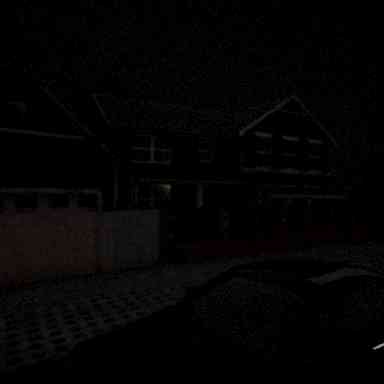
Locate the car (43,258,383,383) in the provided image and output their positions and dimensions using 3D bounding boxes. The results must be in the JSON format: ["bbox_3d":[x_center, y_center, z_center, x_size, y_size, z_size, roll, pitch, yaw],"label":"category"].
[{"bbox_3d":[0.941,1.519,3.490,4.674,1.442,1.812,0,0,-33],"label":"car"}]
